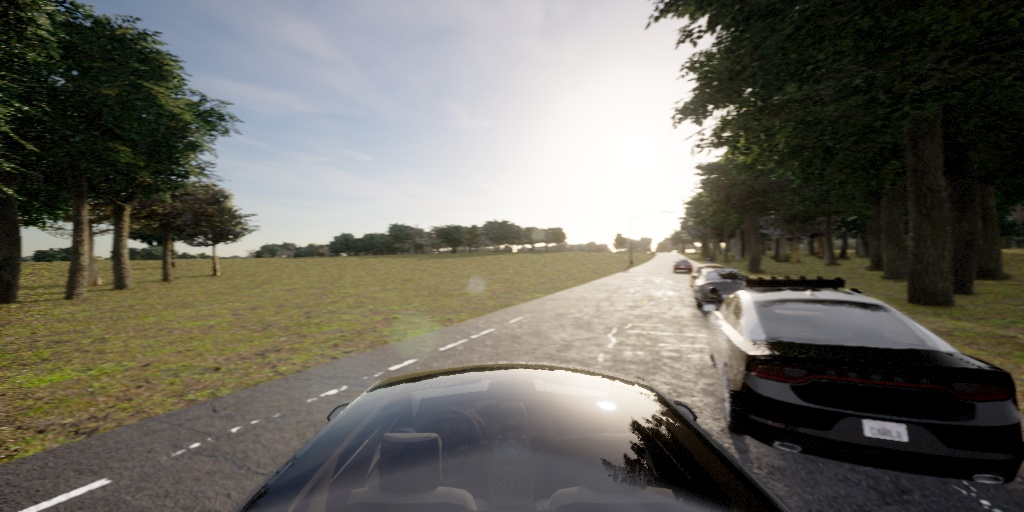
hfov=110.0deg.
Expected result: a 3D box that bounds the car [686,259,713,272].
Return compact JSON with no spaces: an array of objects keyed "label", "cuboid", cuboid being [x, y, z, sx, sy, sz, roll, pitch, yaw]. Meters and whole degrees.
[{"label":"car","cuboid":[10.733,1.076,19.613,1.801,1.575,5.366,-2,-1,25]}]

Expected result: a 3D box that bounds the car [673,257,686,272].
[{"label":"car","cuboid":[19.314,1.082,40.589,1.994,1.385,4.181,-2,0,26]}]

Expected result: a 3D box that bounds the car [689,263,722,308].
[{"label":"car","cuboid":[8.114,1.173,14.001,1.812,1.442,4.674,-2,-1,25]}]

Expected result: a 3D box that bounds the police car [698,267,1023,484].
[{"label":"police car","cuboid":[3.904,1.103,5.045,1.930,1.638,5.238,-2,-1,25]}]
